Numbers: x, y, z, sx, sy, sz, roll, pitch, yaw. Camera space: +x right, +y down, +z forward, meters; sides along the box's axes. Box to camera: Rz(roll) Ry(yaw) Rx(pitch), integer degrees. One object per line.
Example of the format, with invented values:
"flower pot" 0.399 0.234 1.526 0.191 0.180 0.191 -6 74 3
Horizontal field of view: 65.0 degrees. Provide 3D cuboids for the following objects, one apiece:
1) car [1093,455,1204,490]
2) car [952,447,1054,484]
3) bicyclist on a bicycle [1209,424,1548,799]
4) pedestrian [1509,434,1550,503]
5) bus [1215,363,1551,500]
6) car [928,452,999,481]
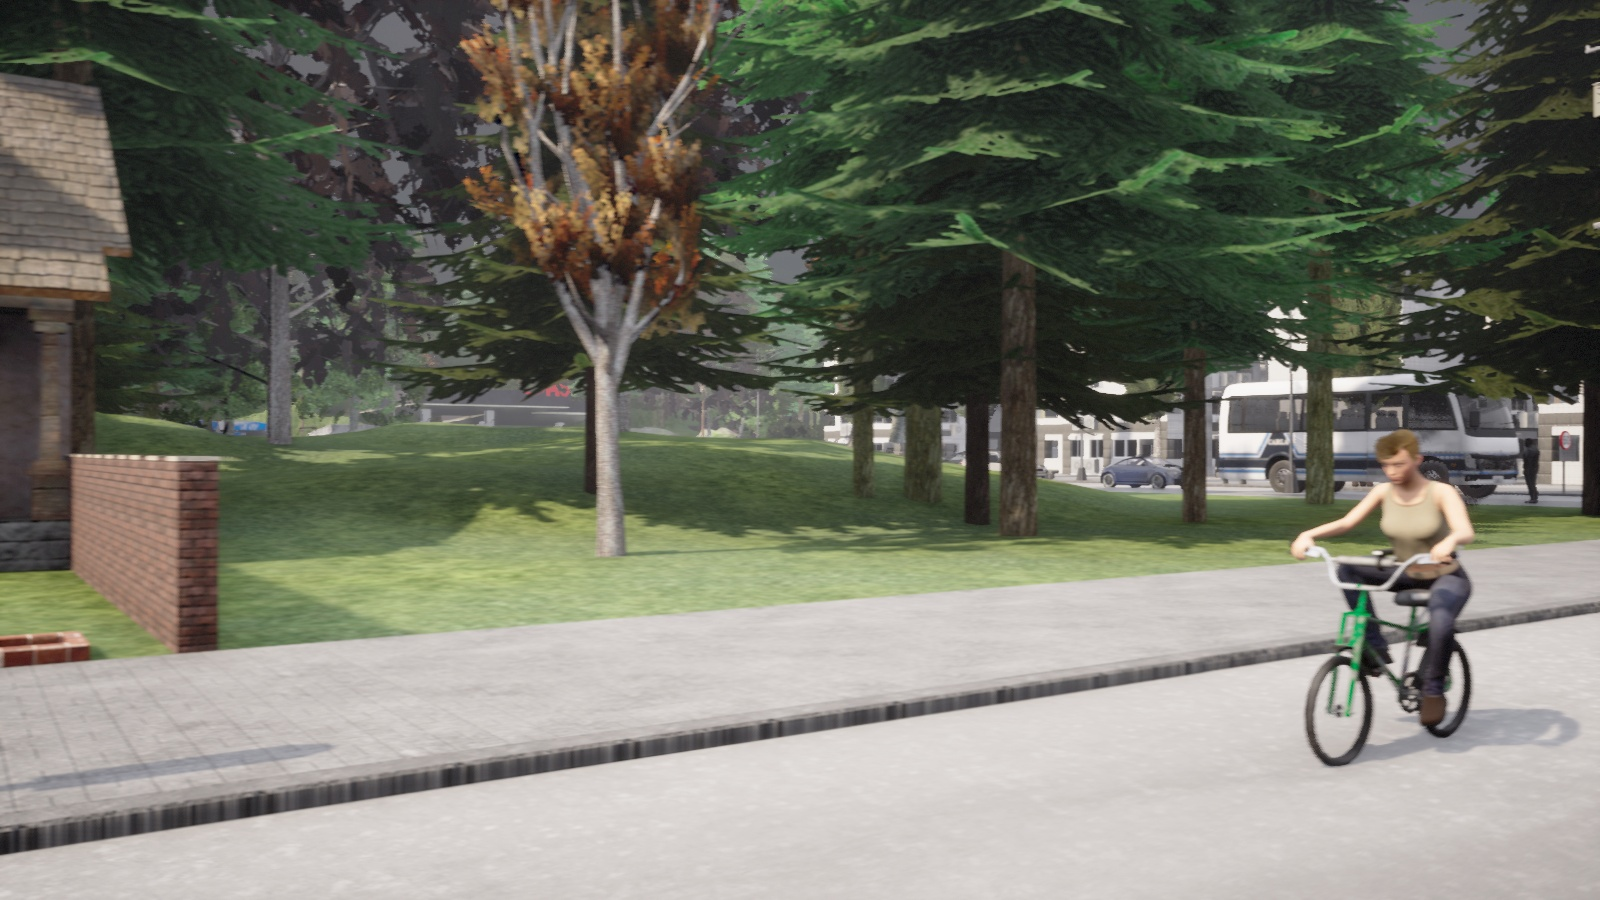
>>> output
"car" 14.567 0.905 52.720 1.994 1.385 4.181 0 0 -35
"car" 9.648 0.712 59.914 2.242 1.667 4.611 0 0 -35
"bicyclist on a bicycle" 2.883 0.691 6.229 1.509 1.612 0.866 -2 1 -35
"pedestrian" 20.228 0.496 34.823 0.563 1.883 0.849 0 0 -44
"bus" 20.242 -0.567 44.550 3.944 4.253 10.273 0 0 -33
"car" 8.852 0.868 68.156 1.789 1.549 3.705 0 0 -34
